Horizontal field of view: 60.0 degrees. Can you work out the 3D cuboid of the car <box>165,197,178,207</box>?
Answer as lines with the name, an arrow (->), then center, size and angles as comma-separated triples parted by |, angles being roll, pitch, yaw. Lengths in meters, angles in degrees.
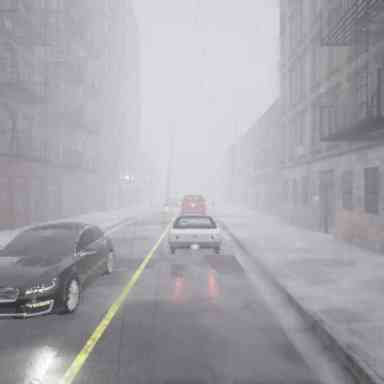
car -> -3.046, 1.539, 50.485 | 2.033, 1.411, 5.357 | 0, 0, 0

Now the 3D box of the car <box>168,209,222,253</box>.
car -> 0.107, 1.600, 13.727 | 1.895, 1.301, 4.718 | 0, 0, 0

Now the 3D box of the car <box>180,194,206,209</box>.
car -> 0.113, 1.216, 30.140 | 2.150, 2.045, 5.566 | 0, 0, 0

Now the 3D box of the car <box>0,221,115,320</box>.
car -> -3.096, 1.504, 7.608 | 1.837, 1.490, 4.892 | 0, 0, 0
